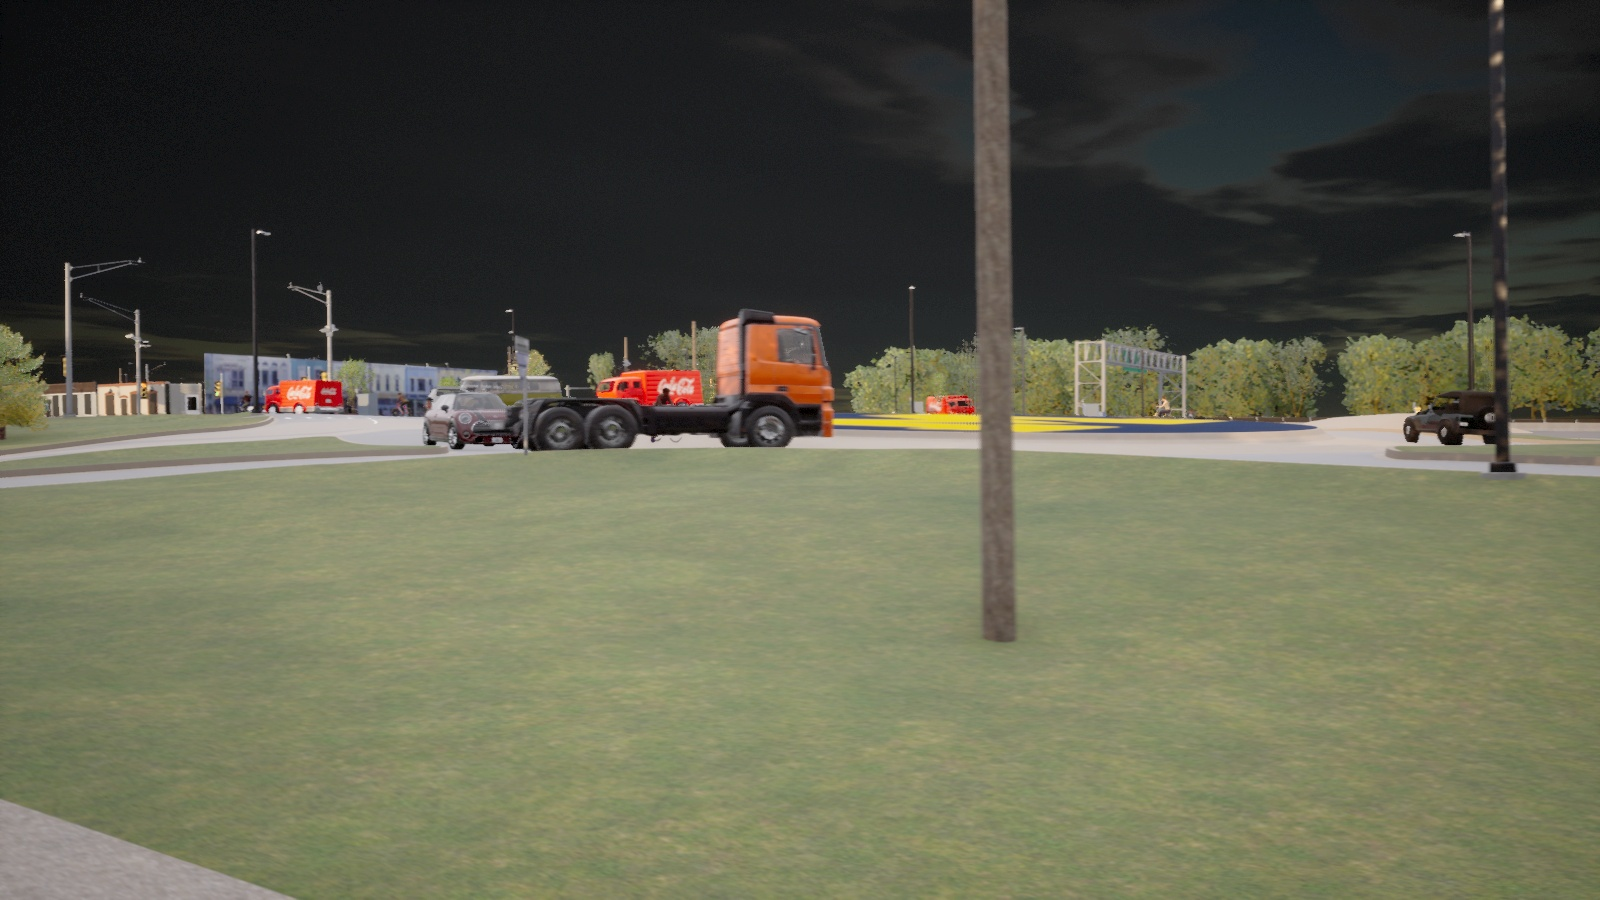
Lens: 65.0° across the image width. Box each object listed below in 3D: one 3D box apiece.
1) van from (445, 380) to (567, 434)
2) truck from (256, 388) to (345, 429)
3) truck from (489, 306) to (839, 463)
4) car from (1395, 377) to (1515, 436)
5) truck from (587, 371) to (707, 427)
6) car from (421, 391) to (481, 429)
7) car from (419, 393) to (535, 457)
[{"bbox_3d":[-11.526,-1.729,49.503,1.775,1.987,4.442,1,4,41],"label":"van"},{"bbox_3d":[-32.533,-2.684,81.831,5.204,2.467,2.627,-1,0,28],"label":"truck"},{"bbox_3d":[-3.300,-1.565,30.488,7.936,3.462,2.891,-2,1,-20],"label":"truck"},{"bbox_3d":[22.629,-1.497,43.569,1.905,1.878,3.866,3,2,-2],"label":"car"},{"bbox_3d":[-7.560,-2.543,62.338,5.204,2.467,2.627,-5,2,-42],"label":"truck"},{"bbox_3d":[-16.278,-1.882,58.399,2.242,1.667,4.611,0,2,-21],"label":"car"},{"bbox_3d":[-9.536,-0.749,36.811,2.097,1.767,4.553,-2,2,-30],"label":"car"}]
